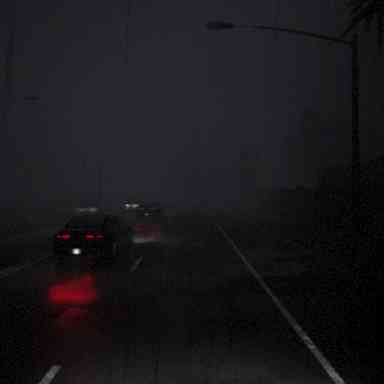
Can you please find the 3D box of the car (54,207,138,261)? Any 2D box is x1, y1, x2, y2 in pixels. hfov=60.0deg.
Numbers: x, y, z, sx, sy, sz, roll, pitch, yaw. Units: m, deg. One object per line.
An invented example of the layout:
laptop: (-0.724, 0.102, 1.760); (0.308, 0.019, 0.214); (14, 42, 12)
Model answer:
car: (-3.429, 1.531, 12.331); (1.837, 1.490, 4.892); (0, 0, 0)

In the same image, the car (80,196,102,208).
car: (-13.985, 1.384, 46.407); (1.882, 1.535, 5.008); (0, 0, 1)

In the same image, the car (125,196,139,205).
car: (-9.786, 1.433, 56.371); (1.994, 1.385, 4.181); (0, 0, 8)

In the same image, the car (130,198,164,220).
car: (-3.422, 1.470, 27.747); (2.128, 1.511, 4.902); (0, 0, 0)
